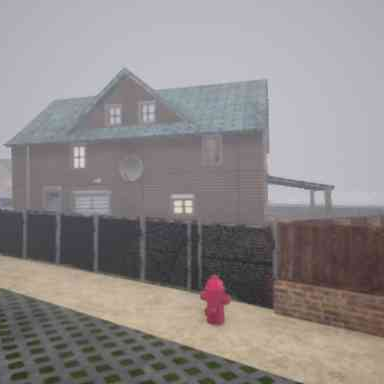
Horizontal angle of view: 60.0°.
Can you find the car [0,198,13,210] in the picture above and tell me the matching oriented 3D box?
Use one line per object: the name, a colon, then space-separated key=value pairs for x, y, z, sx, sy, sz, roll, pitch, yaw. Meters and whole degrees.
car: x=-14.277 y=1.487 z=26.783 sx=2.150 sy=2.045 sz=5.566 roll=-1 pitch=-1 yaw=15
